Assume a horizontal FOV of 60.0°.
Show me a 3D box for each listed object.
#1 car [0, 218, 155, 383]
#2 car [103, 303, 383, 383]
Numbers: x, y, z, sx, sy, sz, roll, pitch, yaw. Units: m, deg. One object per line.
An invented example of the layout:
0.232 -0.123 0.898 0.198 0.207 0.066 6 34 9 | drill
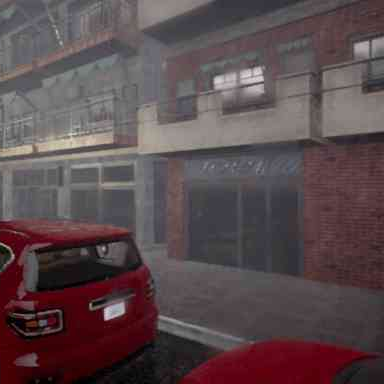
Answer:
-2.747 1.315 4.839 5.009 1.841 2.192 0 0 36 | car
1.835 1.545 1.568 4.507 1.381 1.887 0 0 36 | car
